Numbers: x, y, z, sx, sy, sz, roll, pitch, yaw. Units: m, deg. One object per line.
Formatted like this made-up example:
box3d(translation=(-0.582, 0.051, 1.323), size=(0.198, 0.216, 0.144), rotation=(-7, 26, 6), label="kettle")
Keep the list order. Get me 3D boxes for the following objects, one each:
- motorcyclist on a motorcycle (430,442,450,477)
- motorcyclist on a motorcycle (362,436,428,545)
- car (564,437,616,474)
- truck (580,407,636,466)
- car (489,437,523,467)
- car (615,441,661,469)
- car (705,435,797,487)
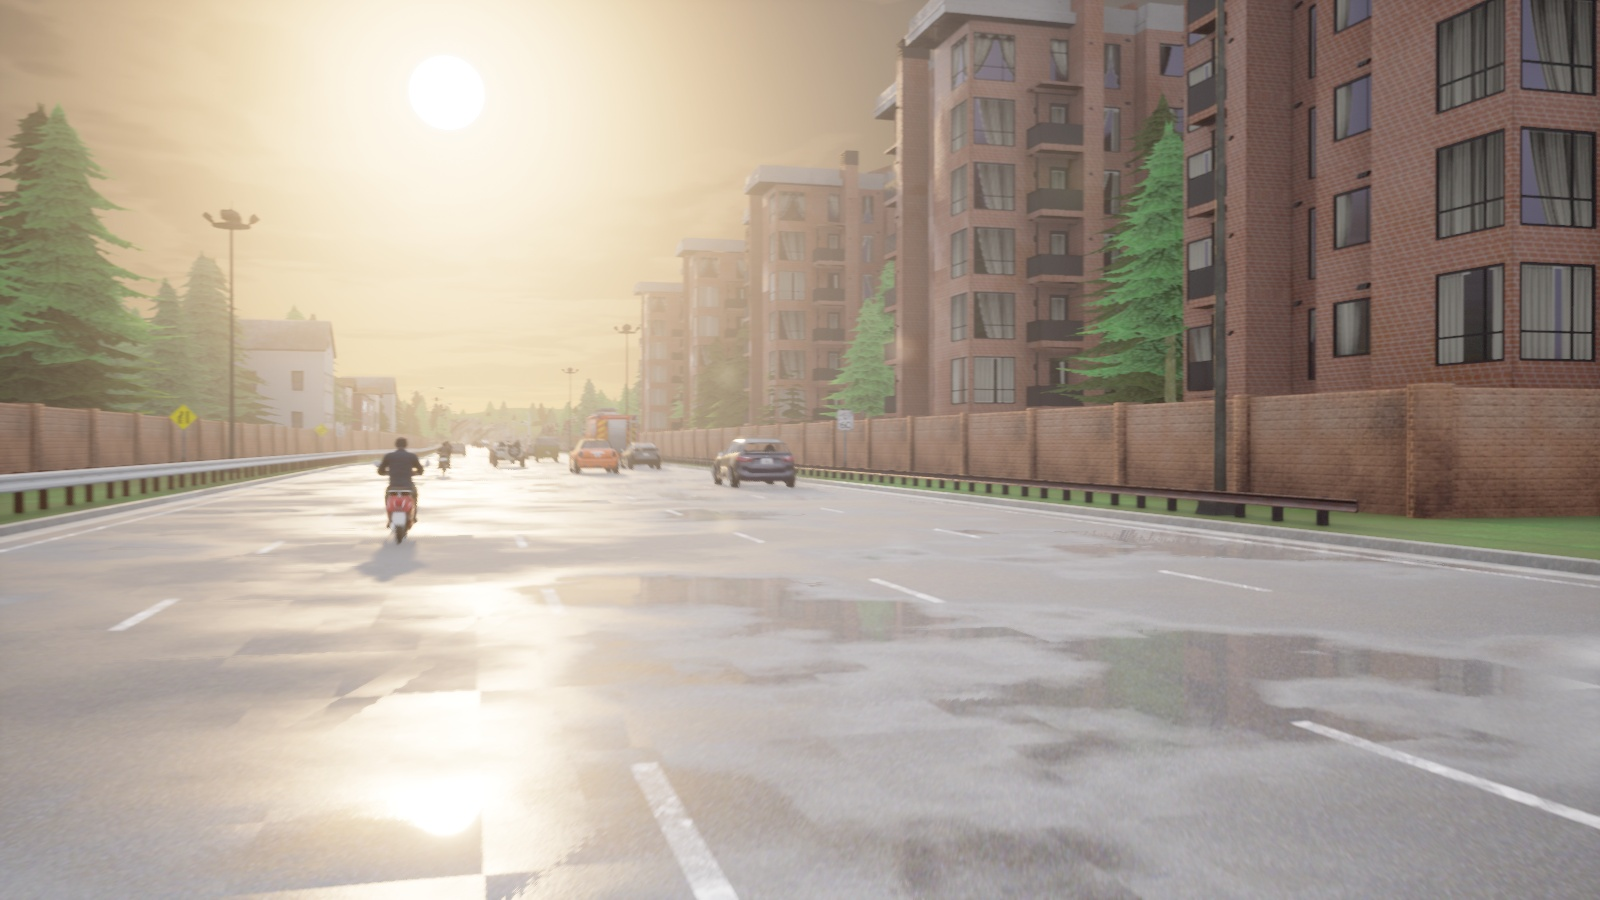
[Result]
box3d(translation=(-15.947, 0.396, 55.667), size=(0.797, 1.523, 2.044), rotation=(0, 0, -15), label="motorcyclist on a motorcycle")
box3d(translation=(-6.175, 0.584, 19.234), size=(0.866, 1.590, 1.817), rotation=(0, 0, -15), label="motorcyclist on a motorcycle")
box3d(translation=(-10.410, 0.243, 62.046), size=(2.097, 1.767, 4.553), rotation=(0, 0, -15), label="car")
box3d(translation=(-13.302, -0.921, 86.336), size=(2.891, 3.827, 8.468), rotation=(0, 0, -15), label="truck")
box3d(translation=(-18.331, 0.101, 78.100), size=(1.932, 1.855, 4.605), rotation=(0, 0, -15), label="car")
box3d(translation=(-9.224, 0.281, 71.135), size=(2.007, 1.525, 4.514), rotation=(0, 0, -15), label="car")
box3d(translation=(-1.768, 0.344, 43.283), size=(2.242, 1.667, 4.611), rotation=(0, 0, -15), label="car")
